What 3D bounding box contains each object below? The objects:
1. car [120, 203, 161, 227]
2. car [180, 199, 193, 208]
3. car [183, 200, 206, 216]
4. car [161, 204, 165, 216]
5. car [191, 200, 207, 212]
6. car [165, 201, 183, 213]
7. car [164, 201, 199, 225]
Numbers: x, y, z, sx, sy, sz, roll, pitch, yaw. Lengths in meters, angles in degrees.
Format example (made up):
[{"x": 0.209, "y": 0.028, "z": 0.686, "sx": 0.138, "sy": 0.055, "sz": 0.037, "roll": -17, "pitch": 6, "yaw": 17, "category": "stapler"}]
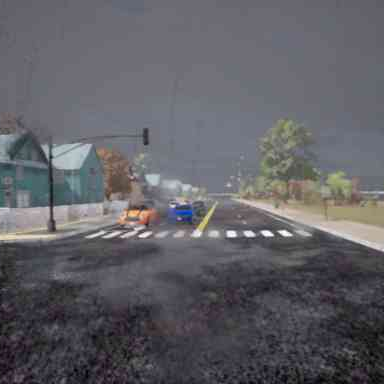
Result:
[{"x": -4.118, "y": 1.693, "z": 26.173, "sx": 2.097, "sy": 1.767, "sz": 4.553, "roll": -1, "pitch": -1, "yaw": 5, "category": "car"}, {"x": -0.963, "y": 2.134, "z": 60.744, "sx": 1.882, "sy": 1.535, "sz": 5.008, "roll": -1, "pitch": -1, "yaw": 5, "category": "car"}, {"x": 0.108, "y": 1.866, "z": 36.915, "sx": 2.128, "sy": 1.511, "sz": 4.902, "roll": -1, "pitch": -1, "yaw": 5, "category": "car"}, {"x": -3.272, "y": 1.971, "z": 35.606, "sx": 2.033, "sy": 1.411, "sz": 5.357, "roll": -1, "pitch": -1, "yaw": 5, "category": "car"}, {"x": 0.991, "y": 1.968, "z": 46.764, "sx": 1.837, "sy": 1.490, "sz": 4.892, "roll": -1, "pitch": -1, "yaw": 5, "category": "car"}, {"x": -2.363, "y": 2.041, "z": 45.749, "sx": 1.812, "sy": 1.442, "sz": 4.674, "roll": -1, "pitch": -1, "yaw": 5, "category": "car"}, {"x": -0.730, "y": 1.769, "z": 27.546, "sx": 1.882, "sy": 1.535, "sz": 5.008, "roll": -1, "pitch": -1, "yaw": 5, "category": "car"}]
